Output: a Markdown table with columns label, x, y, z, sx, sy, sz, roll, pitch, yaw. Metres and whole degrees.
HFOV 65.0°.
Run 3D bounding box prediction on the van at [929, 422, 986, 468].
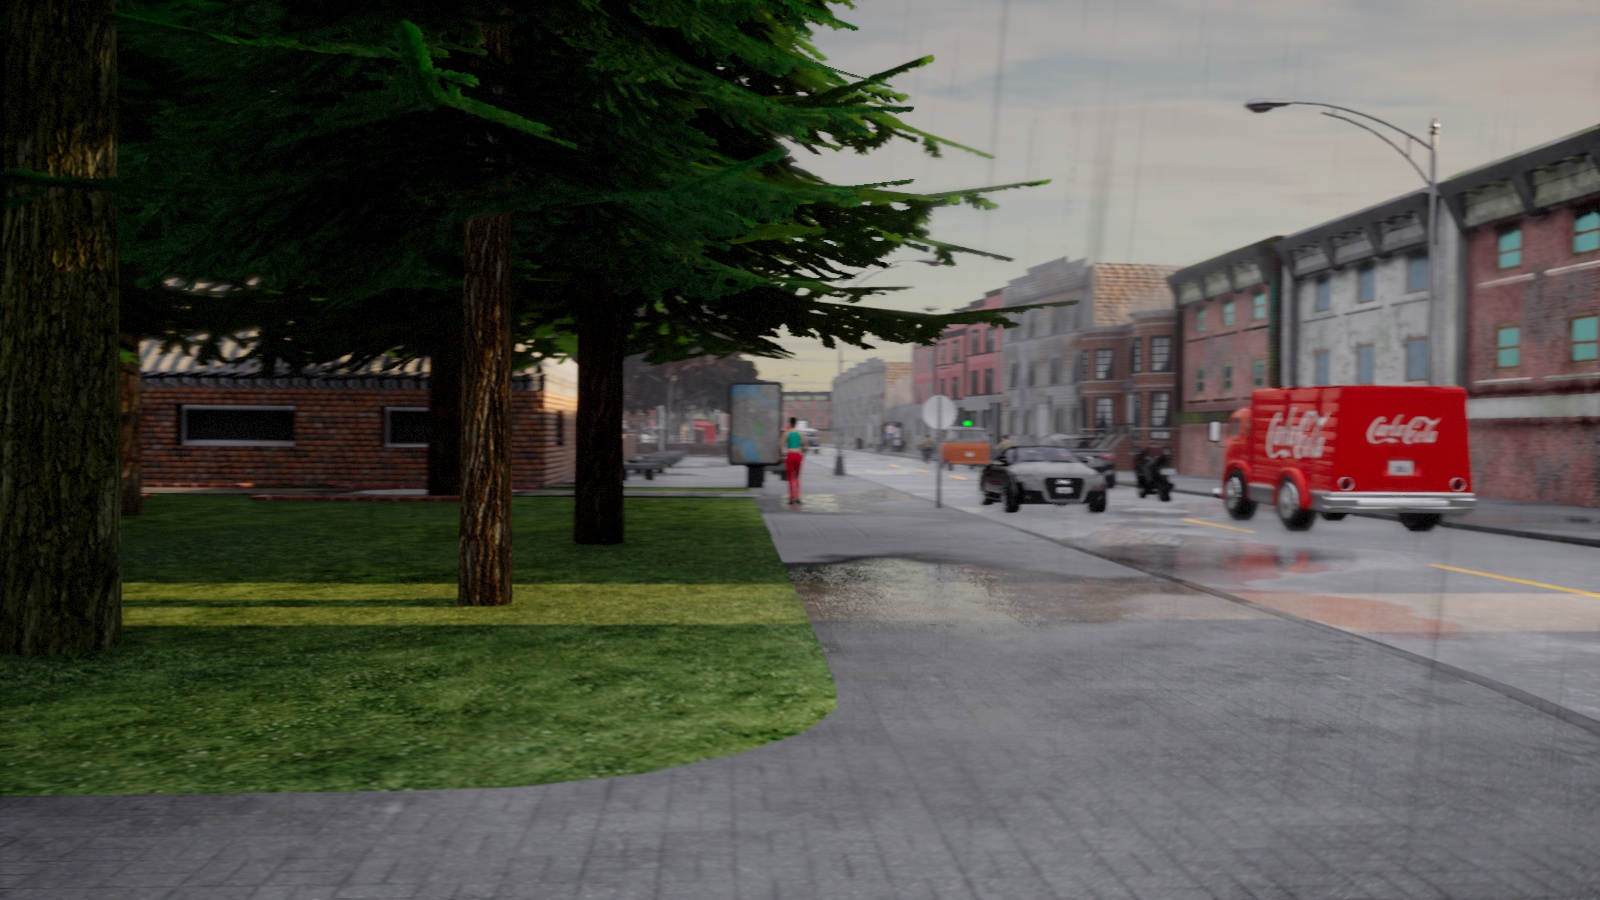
| label | x | y | z | sx | sy | sz | roll | pitch | yaw |
| --- | --- | --- | --- | --- | --- | --- | --- | --- | --- |
| van | 7.086 | -0.242 | 56.878 | 1.775 | 1.987 | 4.442 | -1 | 1 | -4 |

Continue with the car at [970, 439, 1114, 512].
| label | x | y | z | sx | sy | sz | roll | pitch | yaw |
| --- | --- | --- | --- | --- | --- | --- | --- | --- | --- |
| car | 5.018 | 0.470 | 26.618 | 1.994 | 1.385 | 4.181 | -1 | 1 | -4 |

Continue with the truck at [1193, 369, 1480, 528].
| label | x | y | z | sx | sy | sz | roll | pitch | yaw |
| --- | --- | --- | --- | --- | --- | --- | --- | --- | --- |
| truck | 9.291 | -0.075 | 22.403 | 2.627 | 2.467 | 5.204 | -1 | 1 | -4 |

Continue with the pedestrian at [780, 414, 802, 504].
| label | x | y | z | sx | sy | sz | roll | pitch | yaw |
| --- | --- | --- | --- | --- | --- | --- | --- | --- | --- |
| pedestrian | -0.193 | 0.188 | 26.014 | 0.345 | 1.836 | 0.594 | -1 | 1 | -9 |

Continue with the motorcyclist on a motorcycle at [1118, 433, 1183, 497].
| label | x | y | z | sx | sy | sz | roll | pitch | yaw |
| --- | --- | --- | --- | --- | --- | --- | --- | --- | --- |
| motorcyclist on a motorcycle | 8.725 | 0.336 | 31.345 | 0.866 | 1.530 | 2.191 | -1 | 1 | -4 |

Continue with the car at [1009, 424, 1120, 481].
| label | x | y | z | sx | sy | sz | roll | pitch | yaw |
| --- | --- | --- | --- | --- | --- | --- | --- | --- | --- |
| car | 8.208 | 0.051 | 39.421 | 2.242 | 1.667 | 4.611 | -1 | 1 | -3 |
